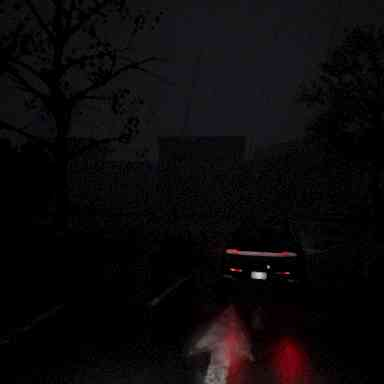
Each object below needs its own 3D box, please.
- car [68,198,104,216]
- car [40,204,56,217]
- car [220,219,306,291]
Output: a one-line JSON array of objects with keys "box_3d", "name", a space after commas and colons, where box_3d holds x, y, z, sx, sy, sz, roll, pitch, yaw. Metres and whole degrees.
[{"box_3d": [-10.298, 1.425, 33.192, 2.185, 1.767, 4.553, -1, 0, 0], "name": "car"}, {"box_3d": [-13.331, 1.599, 33.228, 2.097, 1.535, 5.008, -1, 0, 0], "name": "car"}, {"box_3d": [2.034, 1.479, 9.102, 2.128, 1.511, 4.902, 0, 0, 16], "name": "car"}]
